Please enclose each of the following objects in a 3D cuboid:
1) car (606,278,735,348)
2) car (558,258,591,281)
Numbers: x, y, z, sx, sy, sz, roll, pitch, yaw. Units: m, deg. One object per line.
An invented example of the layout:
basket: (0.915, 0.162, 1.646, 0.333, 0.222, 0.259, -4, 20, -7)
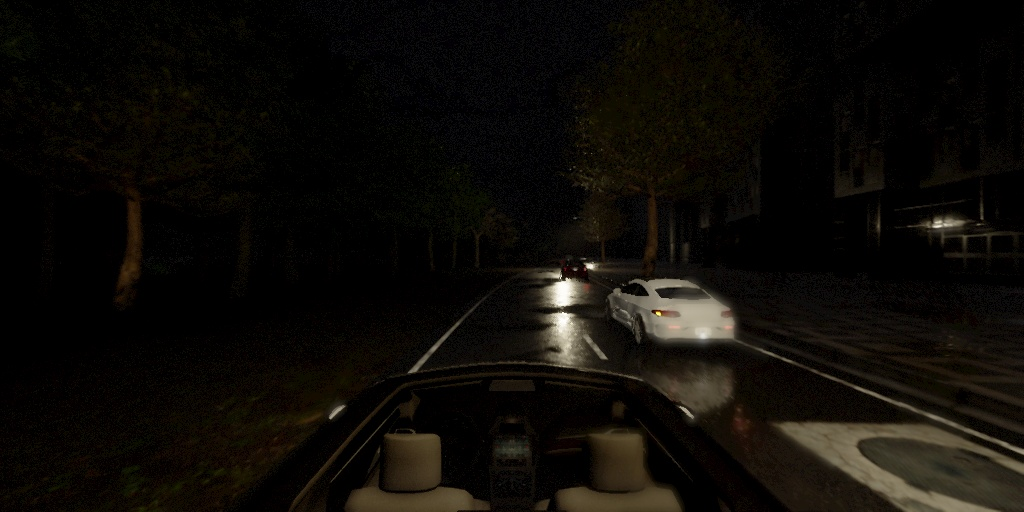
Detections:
car: (3.753, 1.287, 9.220, 1.812, 1.442, 4.674, 0, 0, 2)
car: (5.290, 1.125, 30.766, 2.097, 1.767, 4.553, 0, 0, 6)
